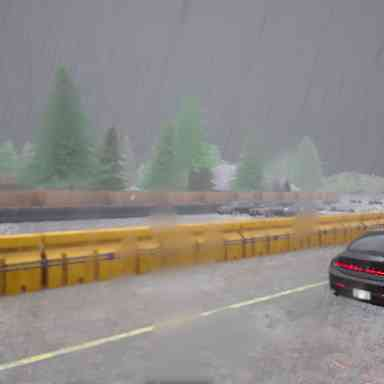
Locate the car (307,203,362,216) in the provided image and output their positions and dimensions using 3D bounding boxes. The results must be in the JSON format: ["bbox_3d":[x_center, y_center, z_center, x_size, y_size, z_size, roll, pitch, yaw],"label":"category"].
[{"bbox_3d":[11.207,1.741,25.728,4.718,1.301,1.895,0,0,-41],"label":"car"}]

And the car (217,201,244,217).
[{"bbox_3d":[4.664,1.657,33.958,4.892,1.490,1.837,0,0,-41],"label":"car"}]

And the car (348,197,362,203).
[{"bbox_3d":[32.089,1.623,65.215,1.812,1.442,4.674,0,0,34],"label":"car"}]

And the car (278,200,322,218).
[{"bbox_3d":[10.069,1.503,29.403,4.553,1.767,2.097,0,0,-41],"label":"car"}]

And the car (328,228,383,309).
[{"bbox_3d":[4.961,1.553,7.328,4.892,1.490,1.837,0,0,-36],"label":"car"}]

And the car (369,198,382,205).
[{"bbox_3d":[34.721,1.787,62.842,1.994,1.385,4.181,0,0,34],"label":"car"}]

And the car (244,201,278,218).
[{"bbox_3d":[7.287,1.715,31.611,4.181,1.385,1.994,0,0,-41],"label":"car"}]
